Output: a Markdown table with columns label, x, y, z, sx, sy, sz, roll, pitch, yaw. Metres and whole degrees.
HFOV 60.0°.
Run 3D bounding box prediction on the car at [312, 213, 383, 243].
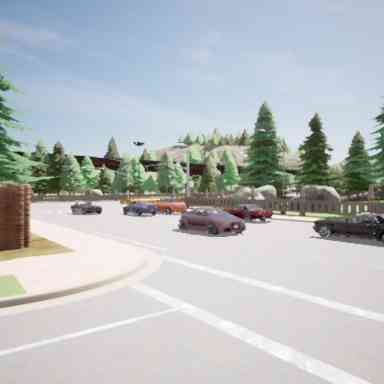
| label | x | y | z | sx | sy | sz | roll | pitch | yaw |
| --- | --- | --- | --- | --- | --- | --- | --- | --- | --- |
| car | 8.172 | 1.638 | 15.641 | 1.895 | 1.301 | 4.718 | 0 | 0 | -38 |

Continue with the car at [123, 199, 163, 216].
| label | x | y | z | sx | sy | sz | roll | pitch | yaw |
| --- | --- | --- | --- | --- | --- | --- | --- | --- | --- |
| car | -5.165 | 1.563 | 32.850 | 1.812 | 1.442 | 4.674 | 0 | 0 | -38 |

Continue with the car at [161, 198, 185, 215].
| label | x | y | z | sx | sy | sz | roll | pitch | yaw |
| --- | --- | --- | --- | --- | --- | --- | --- | --- | --- |
| car | -2.608 | 1.389 | 35.299 | 2.097 | 1.767 | 4.553 | 0 | 0 | -38 |

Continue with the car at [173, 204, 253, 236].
| label | x | y | z | sx | sy | sz | roll | pitch | yaw |
| --- | --- | --- | --- | --- | --- | --- | --- | --- | --- |
| car | 1.059 | 1.601 | 18.794 | 1.994 | 1.385 | 4.181 | 0 | 0 | -38 |

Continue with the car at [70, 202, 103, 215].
| label | x | y | z | sx | sy | sz | roll | pitch | yaw |
| --- | --- | --- | --- | --- | --- | --- | --- | --- | --- |
| car | -10.979 | 1.669 | 34.515 | 1.895 | 1.301 | 4.718 | 0 | 0 | -38 |

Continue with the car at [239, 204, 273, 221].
| label | x | y | z | sx | sy | sz | roll | pitch | yaw |
| --- | --- | --- | --- | --- | --- | --- | --- | --- | --- |
| car | 4.066 | 1.638 | 26.670 | 1.895 | 1.301 | 4.718 | 0 | 0 | -38 |
